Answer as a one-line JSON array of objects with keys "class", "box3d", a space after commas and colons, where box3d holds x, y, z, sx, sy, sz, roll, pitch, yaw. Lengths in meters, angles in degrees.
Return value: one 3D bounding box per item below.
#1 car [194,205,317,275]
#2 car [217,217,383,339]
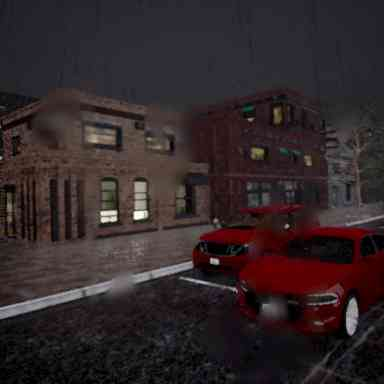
[{"class": "car", "box3d": [2.232, 1.361, 10.018, 2.192, 1.841, 5.009, -2, -1, 42]}, {"class": "car", "box3d": [2.903, 1.492, 6.910, 1.882, 1.535, 5.008, -1, 0, 44]}]
